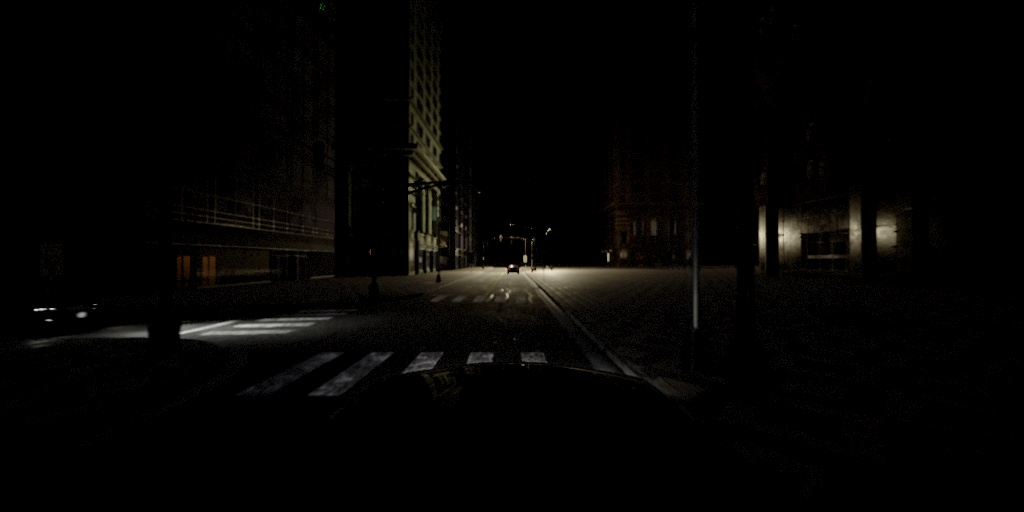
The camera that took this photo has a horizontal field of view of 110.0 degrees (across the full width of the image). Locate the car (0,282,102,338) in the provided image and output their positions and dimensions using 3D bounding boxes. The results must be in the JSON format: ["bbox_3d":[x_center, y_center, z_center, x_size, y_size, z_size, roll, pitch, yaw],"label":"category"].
[{"bbox_3d":[-15.577,1.570,10.890,4.902,1.511,2.128,-1,-1,-1],"label":"car"}]

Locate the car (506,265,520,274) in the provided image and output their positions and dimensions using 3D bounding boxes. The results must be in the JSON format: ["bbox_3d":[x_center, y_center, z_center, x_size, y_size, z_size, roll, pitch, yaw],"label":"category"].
[{"bbox_3d":[0.163,1.947,52.501,2.033,1.411,5.357,0,-1,0],"label":"car"}]
